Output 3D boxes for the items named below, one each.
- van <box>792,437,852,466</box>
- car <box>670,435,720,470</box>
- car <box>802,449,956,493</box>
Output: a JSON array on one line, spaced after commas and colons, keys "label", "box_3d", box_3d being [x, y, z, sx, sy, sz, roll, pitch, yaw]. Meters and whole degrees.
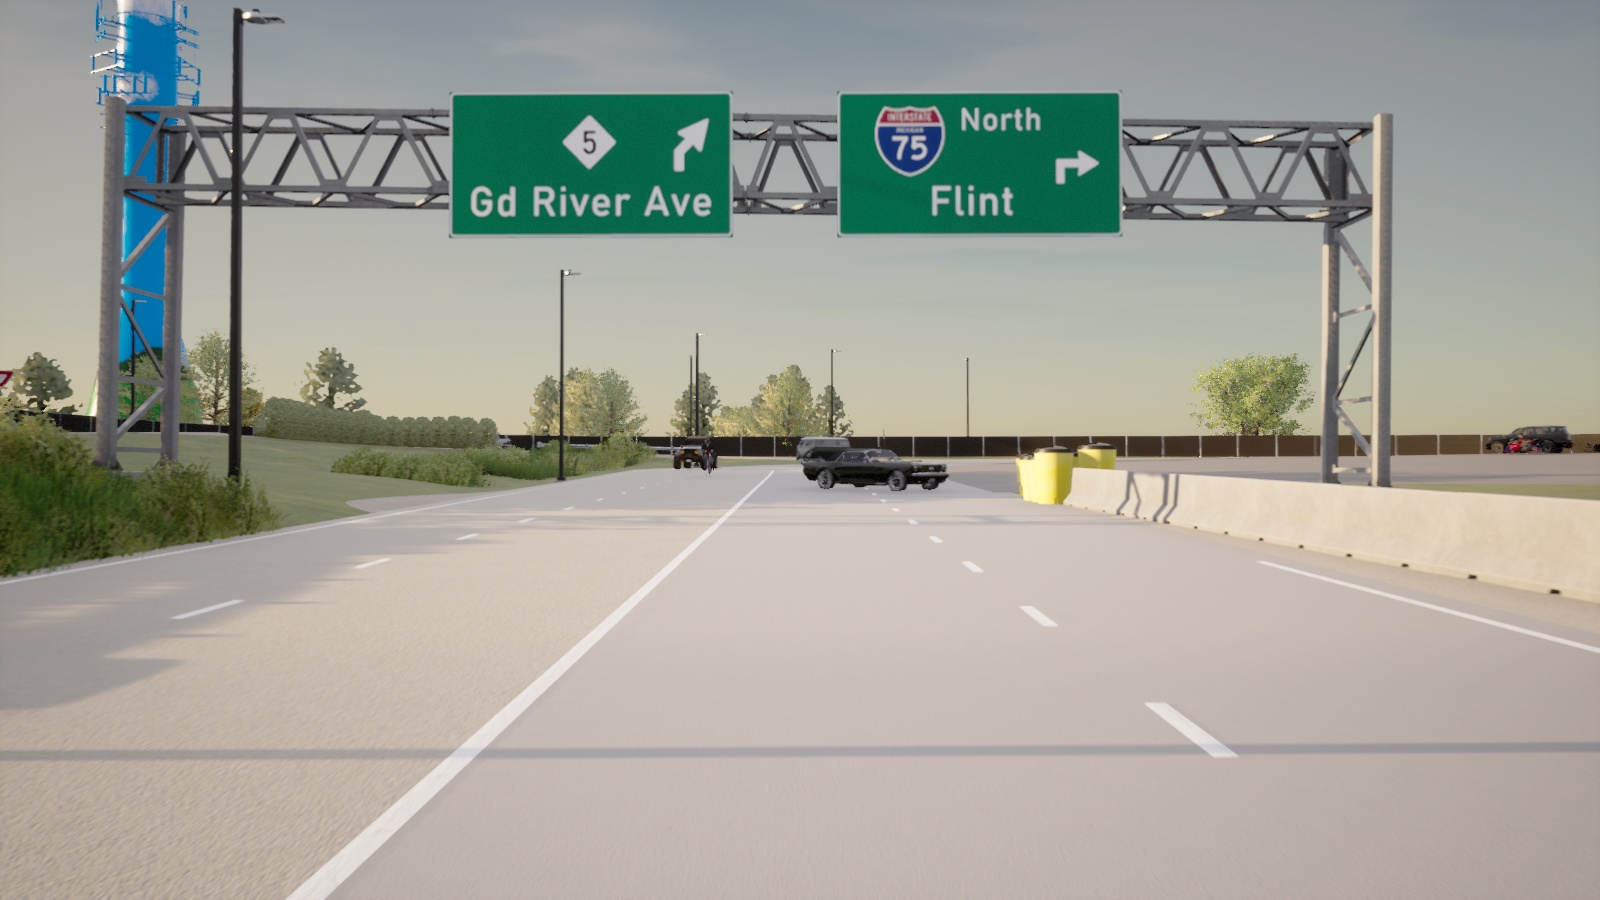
[{"label": "van", "box_3d": [1.573, 0.103, 87.850, 1.775, 1.987, 4.442, 0, 0, 42]}, {"label": "car", "box_3d": [-5.864, 0.129, 70.589, 1.905, 1.878, 3.866, 0, 0, 9]}, {"label": "car", "box_3d": [2.438, 0.621, 39.707, 4.718, 1.301, 1.895, 0, 0, 43]}]
